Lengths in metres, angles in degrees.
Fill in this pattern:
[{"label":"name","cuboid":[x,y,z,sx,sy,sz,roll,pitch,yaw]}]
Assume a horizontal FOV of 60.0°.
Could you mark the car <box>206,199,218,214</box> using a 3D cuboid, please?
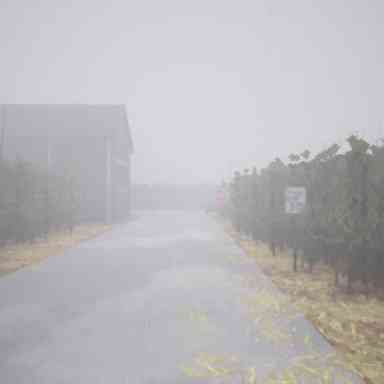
[{"label":"car","cuboid":[3.532,1.610,38.058,2.097,1.767,4.553,0,0,37]}]
